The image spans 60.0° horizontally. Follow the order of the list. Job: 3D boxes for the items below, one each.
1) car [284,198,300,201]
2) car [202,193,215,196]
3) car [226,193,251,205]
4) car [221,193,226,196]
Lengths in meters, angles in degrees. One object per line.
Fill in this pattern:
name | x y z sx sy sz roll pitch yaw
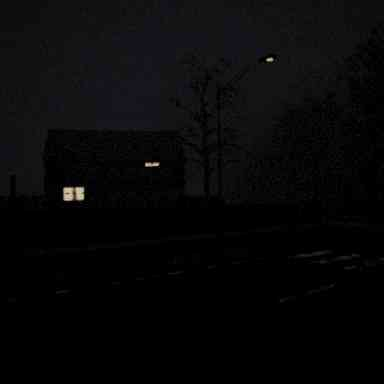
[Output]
car | 11.103 1.389 37.258 2.033 1.411 5.357 -2 1 -15
car | 4.107 0.888 74.922 1.895 1.301 4.718 -2 1 -15
car | 7.383 1.201 51.415 1.882 1.535 5.008 -2 1 -15
car | 6.672 0.892 65.190 2.097 1.767 4.553 -2 1 -15
